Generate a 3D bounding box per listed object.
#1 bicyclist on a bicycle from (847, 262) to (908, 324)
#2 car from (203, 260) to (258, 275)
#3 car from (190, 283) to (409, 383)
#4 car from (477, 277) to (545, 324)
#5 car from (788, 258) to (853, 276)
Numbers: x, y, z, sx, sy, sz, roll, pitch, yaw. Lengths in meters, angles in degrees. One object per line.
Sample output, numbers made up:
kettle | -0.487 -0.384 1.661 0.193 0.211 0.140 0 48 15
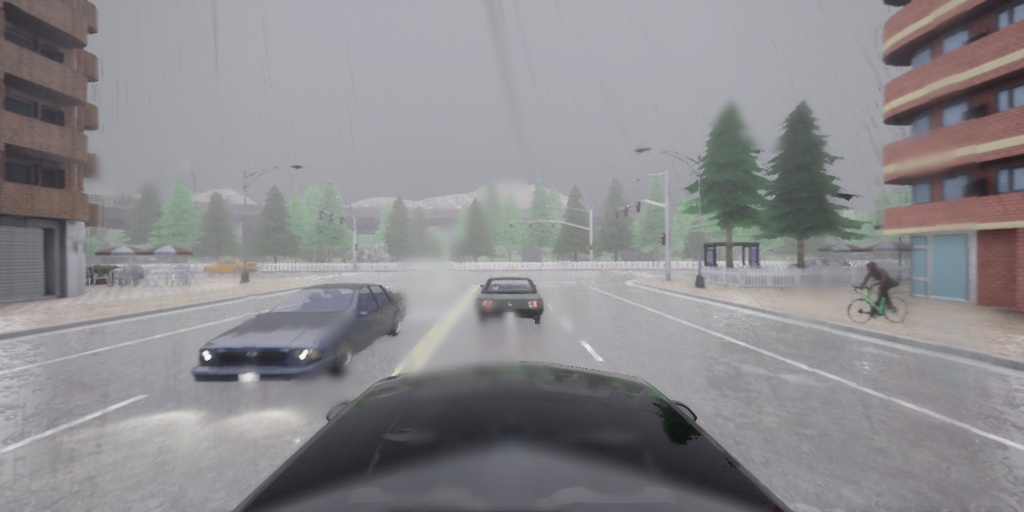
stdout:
bicyclist on a bicycle | 9.655 0.993 9.460 1.656 1.620 0.582 0 0 -1
car | -29.484 1.206 37.590 5.008 1.535 1.882 0 0 -1
car | -3.687 1.299 7.622 2.033 1.411 5.357 0 0 -1
car | -0.081 1.327 11.888 1.895 1.301 4.718 0 0 -1
car | 27.306 1.059 31.616 5.357 1.411 2.033 0 0 -1
